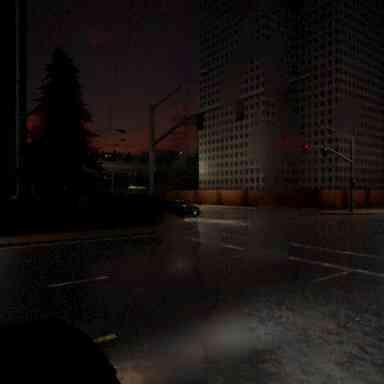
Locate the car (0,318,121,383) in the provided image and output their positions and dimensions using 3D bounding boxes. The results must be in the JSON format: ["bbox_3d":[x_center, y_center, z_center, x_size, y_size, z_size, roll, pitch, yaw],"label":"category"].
[{"bbox_3d":[-2.698,1.601,1.795,4.718,1.301,1.895,0,0,-37],"label":"car"}]

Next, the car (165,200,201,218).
[{"bbox_3d":[-1.175,1.492,29.954,2.128,1.511,4.902,0,0,-36],"label":"car"}]
